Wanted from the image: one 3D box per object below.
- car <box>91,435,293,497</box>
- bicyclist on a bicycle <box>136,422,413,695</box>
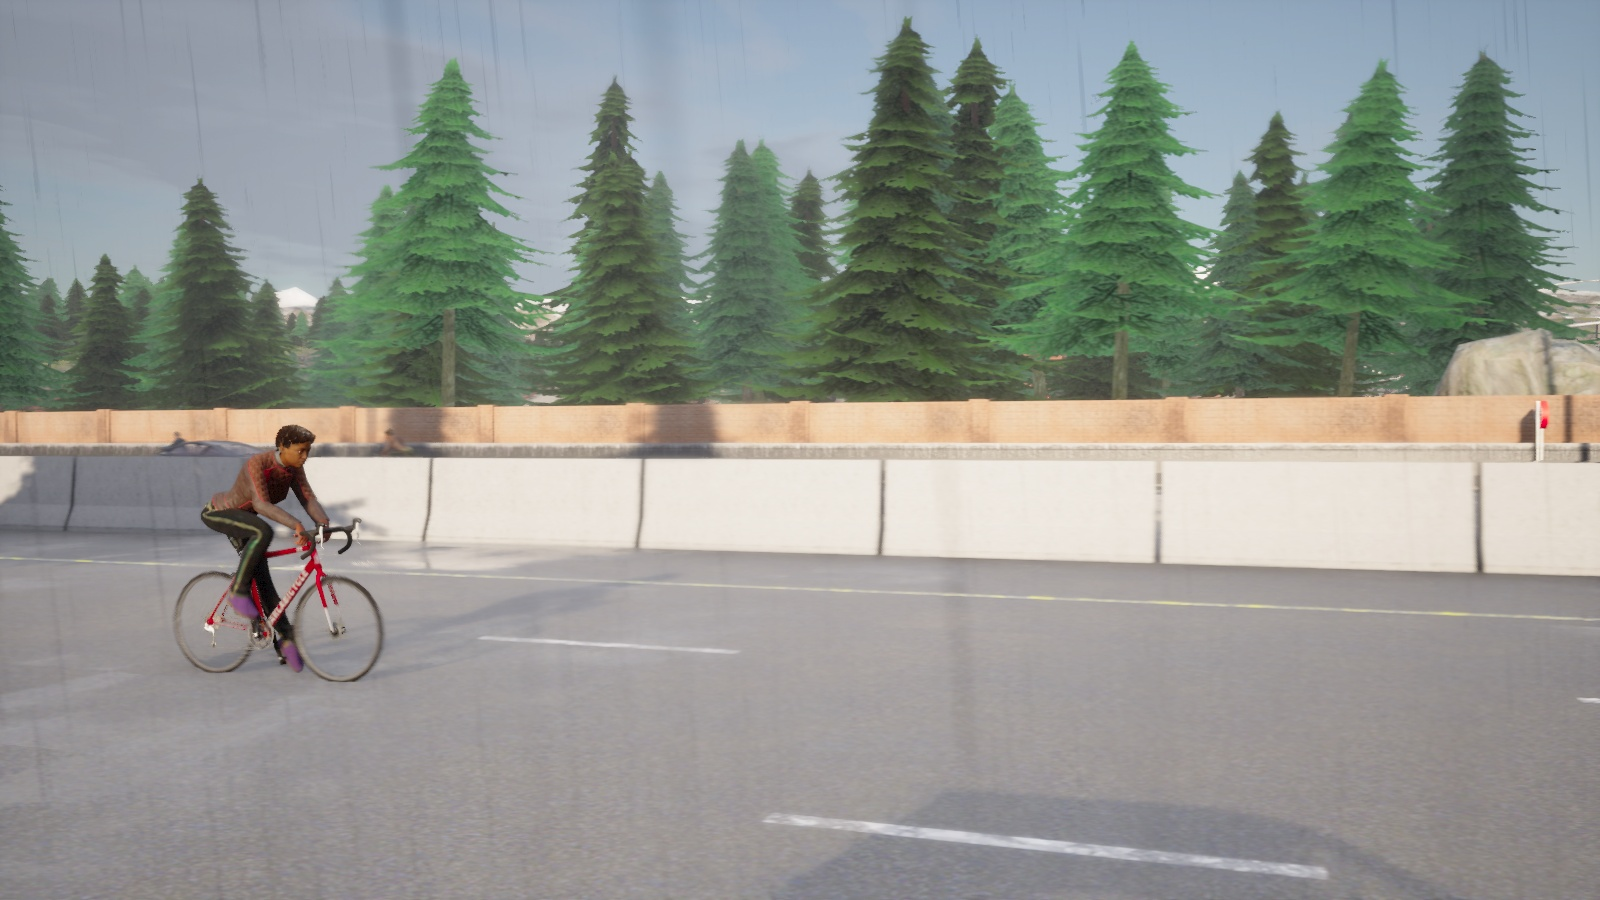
[{"bbox_3d":[-14.626,0.351,30.270,4.181,1.385,1.994,1,1,19],"label":"car"},{"bbox_3d":[-3.355,0.638,8.014,1.656,1.620,0.582,1,1,19],"label":"bicyclist on a bicycle"}]
